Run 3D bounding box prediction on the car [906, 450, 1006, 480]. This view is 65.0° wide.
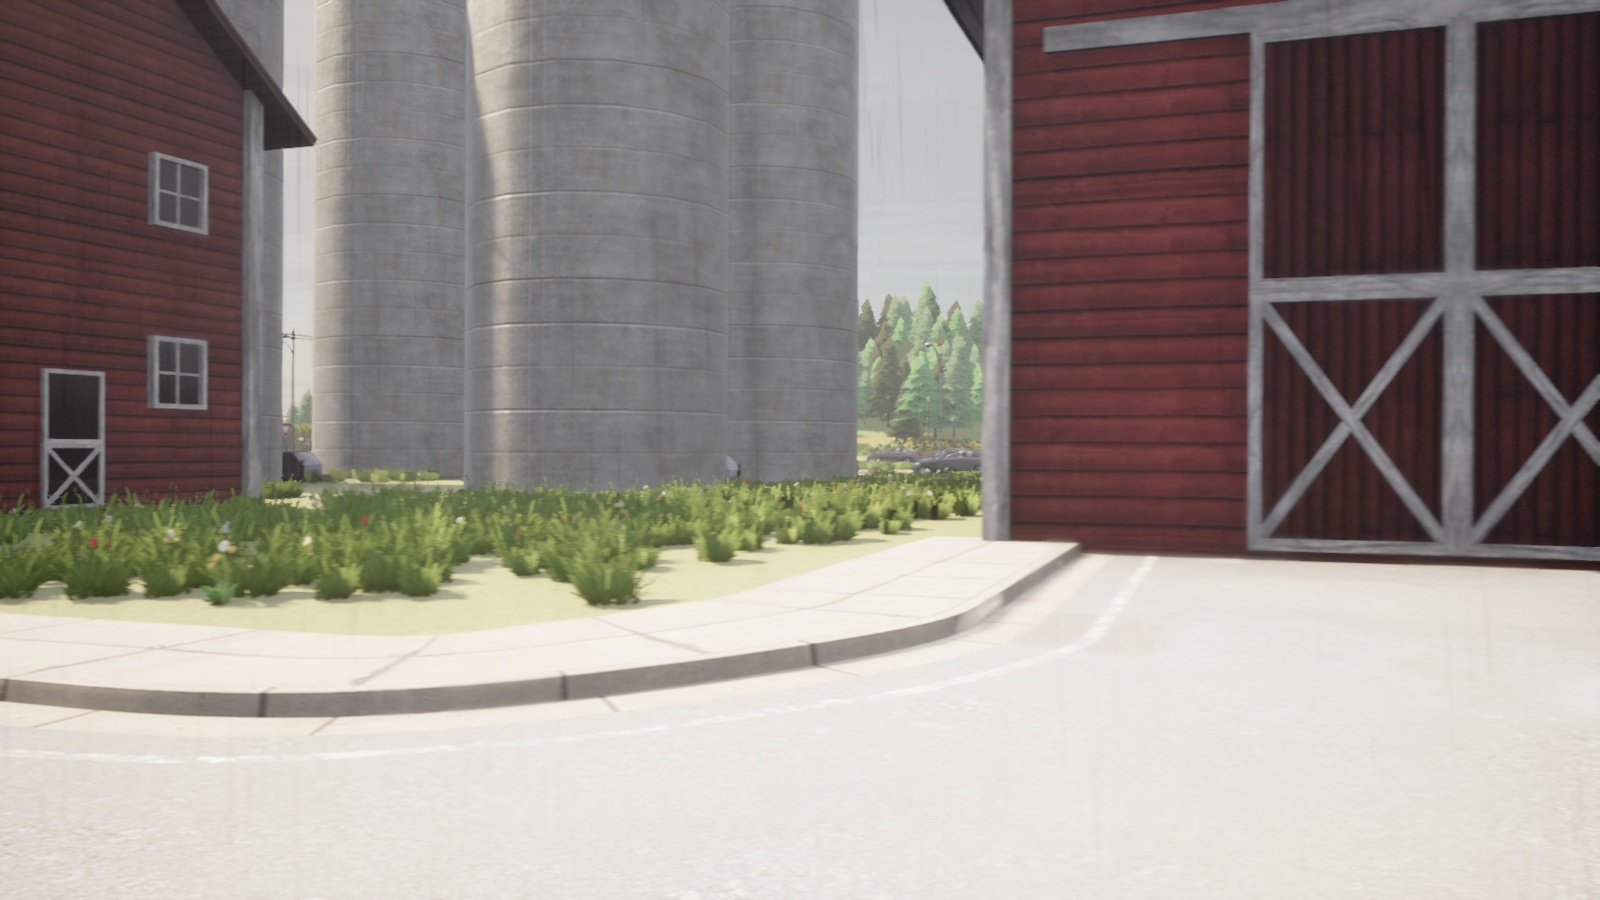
[{"bbox_3d":[8.302,0.767,66.802,4.902,1.511,2.128,1,0,19],"label":"car"}]
